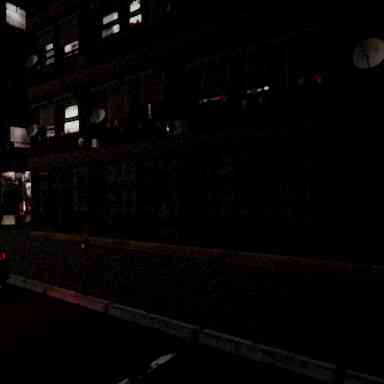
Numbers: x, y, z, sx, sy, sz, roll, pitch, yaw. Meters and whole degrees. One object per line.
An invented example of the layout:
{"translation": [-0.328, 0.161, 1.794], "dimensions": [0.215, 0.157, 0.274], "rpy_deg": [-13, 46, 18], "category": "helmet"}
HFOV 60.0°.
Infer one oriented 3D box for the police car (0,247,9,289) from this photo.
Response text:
{"translation": [-6.222, 1.426, 7.614], "dimensions": [5.238, 1.638, 1.930], "rpy_deg": [0, 0, 35], "category": "police car"}
